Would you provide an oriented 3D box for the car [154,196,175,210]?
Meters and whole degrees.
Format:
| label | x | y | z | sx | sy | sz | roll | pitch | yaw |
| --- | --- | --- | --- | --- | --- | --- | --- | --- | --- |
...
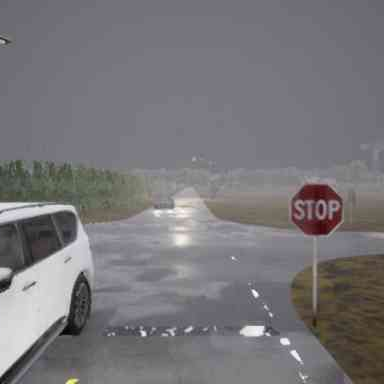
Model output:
| label | x | y | z | sx | sy | sz | roll | pitch | yaw |
| --- | --- | --- | --- | --- | --- | --- | --- | --- | --- |
| car | -2.839 | 1.148 | 34.902 | 1.994 | 1.385 | 4.181 | 0 | 1 | 0 |

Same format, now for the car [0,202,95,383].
| label | x | y | z | sx | sy | sz | roll | pitch | yaw |
| --- | --- | --- | --- | --- | --- | --- | --- | --- | --- |
| car | -2.758 | 1.194 | 3.630 | 2.150 | 2.045 | 5.566 | 0 | 1 | 0 |
